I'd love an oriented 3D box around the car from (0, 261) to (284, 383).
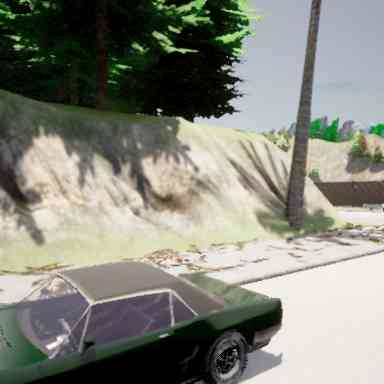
[{"bbox_3d":[-1.212,1.594,3.711,4.718,1.301,1.895,0,0,-35],"label":"car"}]
